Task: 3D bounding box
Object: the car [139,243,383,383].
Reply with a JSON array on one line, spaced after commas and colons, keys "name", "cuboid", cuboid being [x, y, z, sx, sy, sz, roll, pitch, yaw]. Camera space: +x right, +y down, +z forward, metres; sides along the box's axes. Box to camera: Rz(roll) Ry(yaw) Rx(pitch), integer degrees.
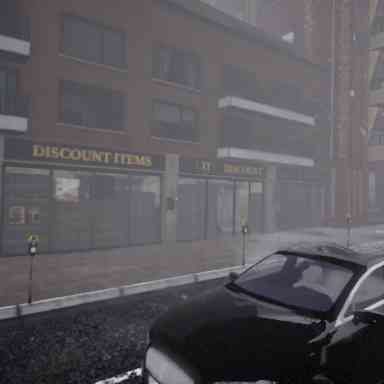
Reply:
[{"name": "car", "cuboid": [1.716, 1.499, 4.302, 4.902, 1.511, 2.128, 0, 0, -36]}]
